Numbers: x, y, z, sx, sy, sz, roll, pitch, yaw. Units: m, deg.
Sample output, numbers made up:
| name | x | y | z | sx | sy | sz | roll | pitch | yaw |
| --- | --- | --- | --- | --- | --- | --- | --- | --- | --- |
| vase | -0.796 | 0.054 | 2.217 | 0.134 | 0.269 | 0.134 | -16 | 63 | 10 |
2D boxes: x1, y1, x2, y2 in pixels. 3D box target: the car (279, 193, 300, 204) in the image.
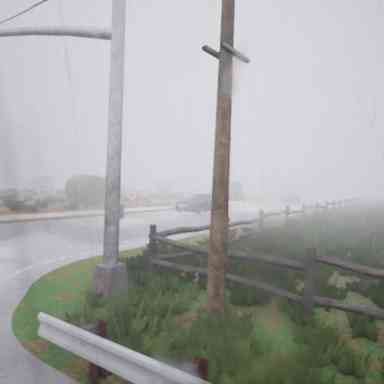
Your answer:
| name | x | y | z | sx | sy | sz | roll | pitch | yaw |
| --- | --- | --- | --- | --- | --- | --- | --- | --- | --- |
| car | 13.484 | 0.874 | 45.914 | 2.128 | 1.511 | 4.902 | 3 | 2 | 34 |

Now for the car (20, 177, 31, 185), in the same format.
| name | x | y | z | sx | sy | sz | roll | pitch | yaw |
| --- | --- | --- | --- | --- | --- | --- | --- | --- | --- |
| car | -39.422 | -2.532 | 79.338 | 1.905 | 1.878 | 3.866 | 8 | 2 | -13 |

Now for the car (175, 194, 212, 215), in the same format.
| name | x | y | z | sx | sy | sz | roll | pitch | yaw |
| --- | --- | --- | --- | --- | --- | --- | --- | --- | --- |
| car | 0.571 | 0.910 | 26.266 | 2.128 | 1.511 | 4.902 | 3 | 2 | 33 |
